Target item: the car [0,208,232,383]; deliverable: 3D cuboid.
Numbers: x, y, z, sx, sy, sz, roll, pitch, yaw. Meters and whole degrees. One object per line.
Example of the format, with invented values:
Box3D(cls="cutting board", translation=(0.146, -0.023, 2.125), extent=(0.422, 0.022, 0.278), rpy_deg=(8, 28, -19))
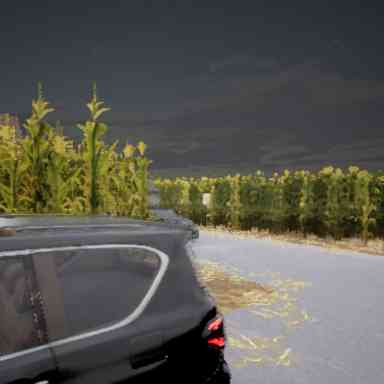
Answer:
Box3D(cls="car", translation=(-2.287, 1.209, 1.864), extent=(5.566, 2.045, 2.150), rpy_deg=(1, -1, -35))
